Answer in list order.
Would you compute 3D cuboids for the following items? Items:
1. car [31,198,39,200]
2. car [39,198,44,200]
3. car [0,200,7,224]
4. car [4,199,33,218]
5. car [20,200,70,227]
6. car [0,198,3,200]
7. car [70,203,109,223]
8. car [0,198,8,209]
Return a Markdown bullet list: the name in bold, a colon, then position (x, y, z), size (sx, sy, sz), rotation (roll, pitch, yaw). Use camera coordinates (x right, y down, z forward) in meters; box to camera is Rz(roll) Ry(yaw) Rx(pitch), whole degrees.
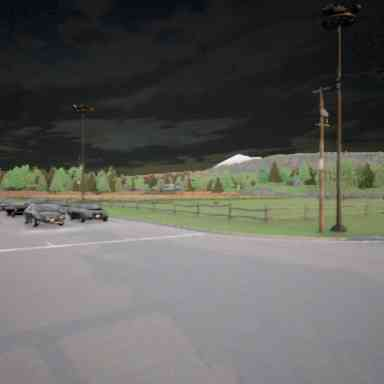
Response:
- **car**: position (-19.393, 1.511, 41.670), size (1.837, 1.490, 4.892), rotation (0, 0, -36)
- **car**: position (-13.411, 1.553, 33.278), size (2.033, 1.411, 5.357), rotation (0, 0, -36)
- **car**: position (-13.899, 1.492, 21.971), size (2.128, 1.511, 4.902), rotation (0, 0, -36)
- **car**: position (-15.546, 1.604, 30.229), size (1.895, 1.301, 4.718), rotation (0, 0, -36)
- **car**: position (-10.120, 1.508, 22.721), size (1.837, 1.490, 4.892), rotation (0, 0, -36)
- **car**: position (-21.504, 1.604, 38.546), size (1.895, 1.301, 4.718), rotation (0, 0, -35)
- **car**: position (-8.011, 1.570, 25.778), size (1.994, 1.385, 4.181), rotation (0, 0, -36)
- **car**: position (-27.603, 1.551, 47.044), size (2.033, 1.411, 5.357), rotation (0, 0, -36)
